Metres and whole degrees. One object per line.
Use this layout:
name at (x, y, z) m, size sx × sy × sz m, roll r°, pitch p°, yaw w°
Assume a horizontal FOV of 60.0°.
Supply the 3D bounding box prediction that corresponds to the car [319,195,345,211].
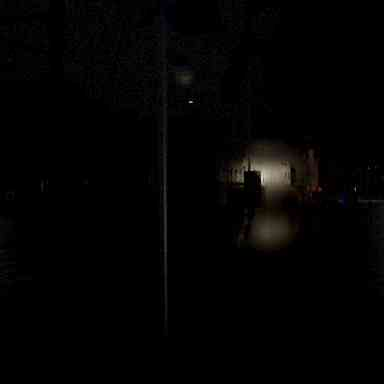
car at (16.298, 1.399, 38.622) m, size 2.128 × 1.511 × 4.902 m, roll -1°, pitch 0°, yaw 34°

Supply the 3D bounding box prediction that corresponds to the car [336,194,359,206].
car at (22.248, 1.364, 47.076) m, size 1.882 × 1.535 × 5.008 m, roll -1°, pitch 0°, yaw 36°
